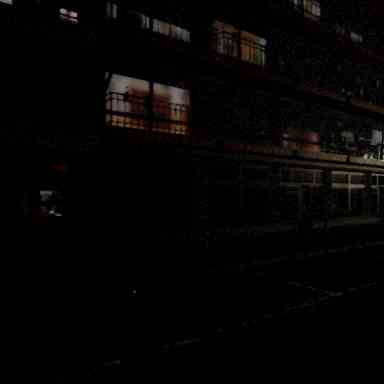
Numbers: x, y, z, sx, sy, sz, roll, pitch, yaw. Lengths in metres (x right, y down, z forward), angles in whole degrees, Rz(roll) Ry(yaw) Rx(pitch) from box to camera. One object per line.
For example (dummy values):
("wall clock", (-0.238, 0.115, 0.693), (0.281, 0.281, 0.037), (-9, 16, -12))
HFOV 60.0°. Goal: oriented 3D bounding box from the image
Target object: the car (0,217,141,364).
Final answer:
("car", (-3.110, 1.314, 4.341), (5.009, 1.841, 2.192), (0, 0, -36))
